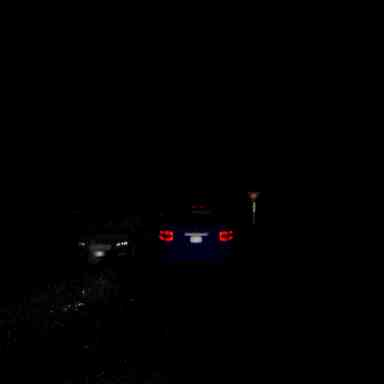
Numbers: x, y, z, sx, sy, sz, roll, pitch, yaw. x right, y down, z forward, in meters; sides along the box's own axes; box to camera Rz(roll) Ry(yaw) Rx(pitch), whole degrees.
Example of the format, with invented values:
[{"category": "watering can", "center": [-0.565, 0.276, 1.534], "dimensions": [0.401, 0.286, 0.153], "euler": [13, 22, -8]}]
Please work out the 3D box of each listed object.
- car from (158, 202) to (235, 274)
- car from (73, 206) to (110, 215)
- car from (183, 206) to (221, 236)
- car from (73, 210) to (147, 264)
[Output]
[{"category": "car", "center": [0.130, 1.360, 11.237], "dimensions": [2.150, 2.045, 5.566], "euler": [0, -1, 0]}, {"category": "car", "center": [-8.688, 1.940, 30.362], "dimensions": [4.181, 1.385, 1.994], "euler": [0, -1, 16]}, {"category": "car", "center": [0.798, 1.745, 21.456], "dimensions": [1.882, 1.535, 5.008], "euler": [0, -1, 8]}, {"category": "car", "center": [-2.835, 1.648, 12.568], "dimensions": [2.128, 1.511, 4.902], "euler": [0, -1, 0]}]
